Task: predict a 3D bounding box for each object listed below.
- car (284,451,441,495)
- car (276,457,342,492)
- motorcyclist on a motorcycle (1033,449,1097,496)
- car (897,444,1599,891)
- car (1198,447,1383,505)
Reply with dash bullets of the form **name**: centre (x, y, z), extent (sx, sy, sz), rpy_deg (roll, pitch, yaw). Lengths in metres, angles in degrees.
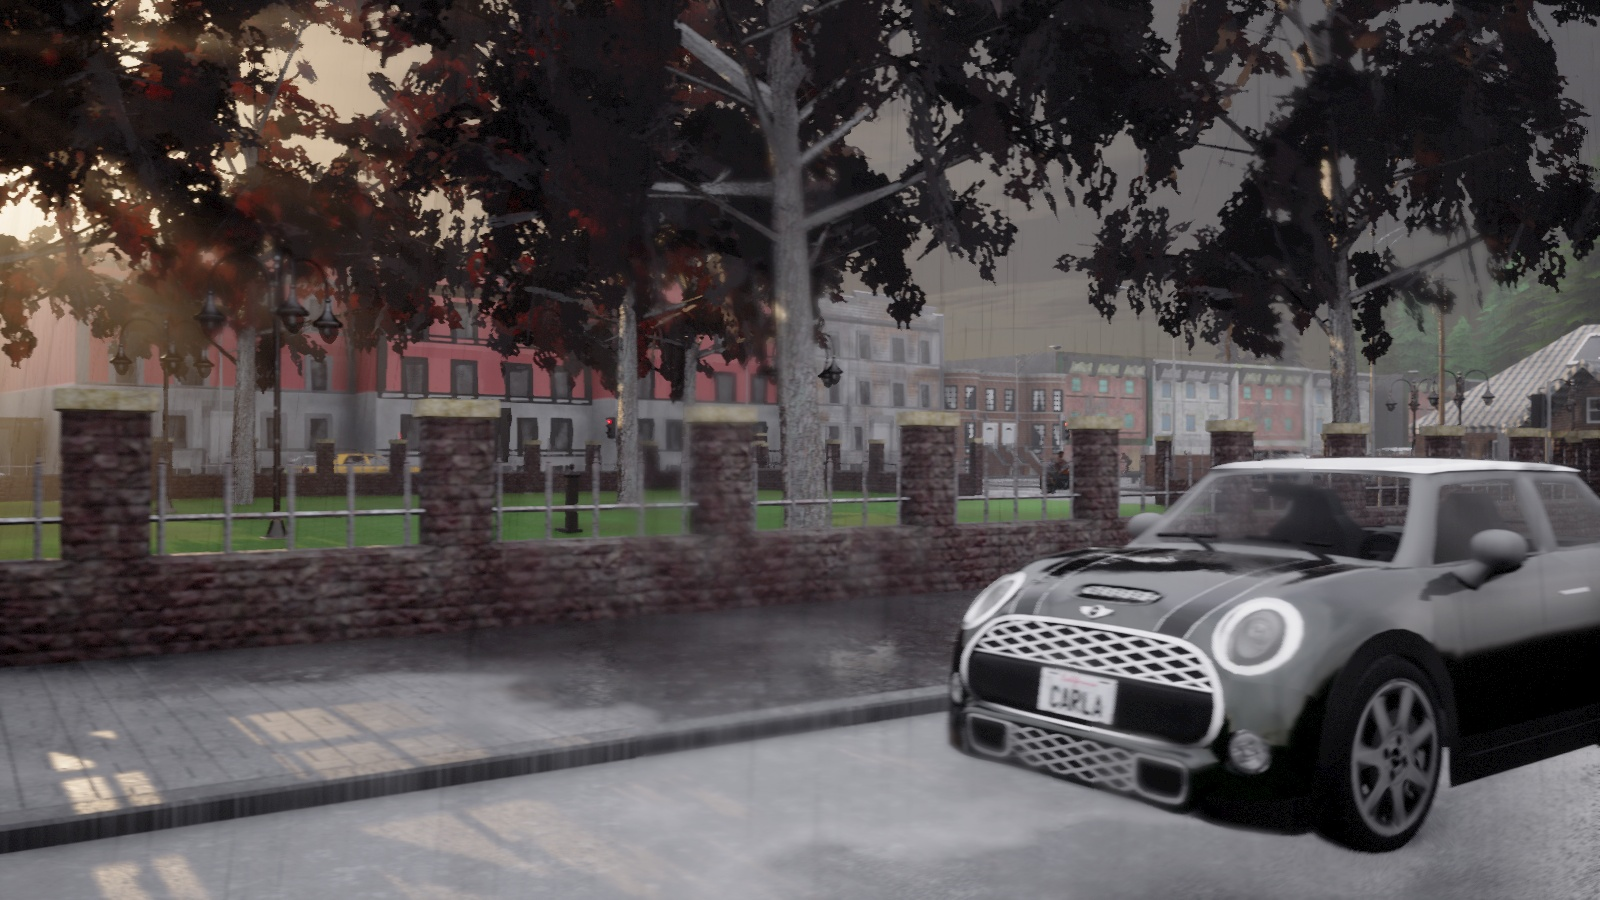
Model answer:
- **car**: centre (-16.607, 0.838, 47.800), extent (5.366, 1.575, 1.801), rpy_deg (0, 0, -34)
- **car**: centre (-19.734, 0.966, 50.484), extent (2.207, 1.376, 1.481), rpy_deg (0, 0, -34)
- **motorcyclist on a motorcycle**: centre (9.594, 0.791, 45.486), extent (0.766, 1.649, 2.350), rpy_deg (0, 0, -36)
- **car**: centre (2.562, 0.720, 6.058), extent (3.806, 1.475, 1.970), rpy_deg (0, 0, -36)
- **car**: centre (14.732, 0.742, 37.975), extent (2.033, 1.649, 4.856), rpy_deg (0, 0, -36)
